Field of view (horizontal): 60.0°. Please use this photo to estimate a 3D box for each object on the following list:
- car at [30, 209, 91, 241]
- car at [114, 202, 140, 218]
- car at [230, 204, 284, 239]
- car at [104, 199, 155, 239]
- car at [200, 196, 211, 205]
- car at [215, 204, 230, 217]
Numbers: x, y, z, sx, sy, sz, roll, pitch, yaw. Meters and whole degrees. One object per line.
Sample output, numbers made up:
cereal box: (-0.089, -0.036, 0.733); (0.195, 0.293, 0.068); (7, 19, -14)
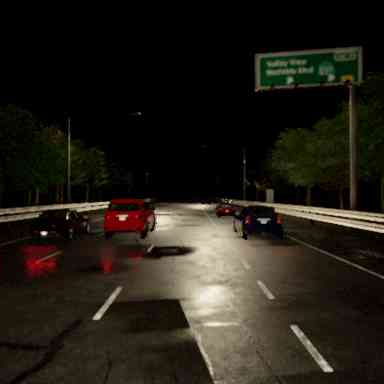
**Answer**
car: (-6.898, 1.699, 17.926); (1.837, 1.490, 4.892); (0, -1, 0)
car: (-6.894, 1.889, 35.662); (1.837, 1.490, 4.892); (0, -1, 0)
car: (3.603, 1.554, 18.790); (2.097, 1.767, 4.553); (0, -1, 0)
car: (-3.397, 1.426, 18.914); (2.150, 2.045, 5.566); (0, -1, 0)
car: (3.523, 2.304, 79.784); (2.033, 1.649, 4.856); (0, -1, 0)
car: (3.606, 1.952, 36.196); (1.994, 1.385, 4.181); (0, -1, 0)
